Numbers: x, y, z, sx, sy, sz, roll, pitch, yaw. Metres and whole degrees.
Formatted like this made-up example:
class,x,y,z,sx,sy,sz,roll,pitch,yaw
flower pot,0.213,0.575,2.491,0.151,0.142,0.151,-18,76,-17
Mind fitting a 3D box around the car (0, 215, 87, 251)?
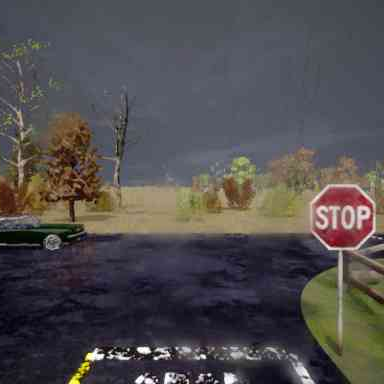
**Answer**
class,x,y,z,sx,sy,sz,roll,pitch,yaw
car,-6.847,1.611,13.601,4.718,1.301,1.895,0,0,1
